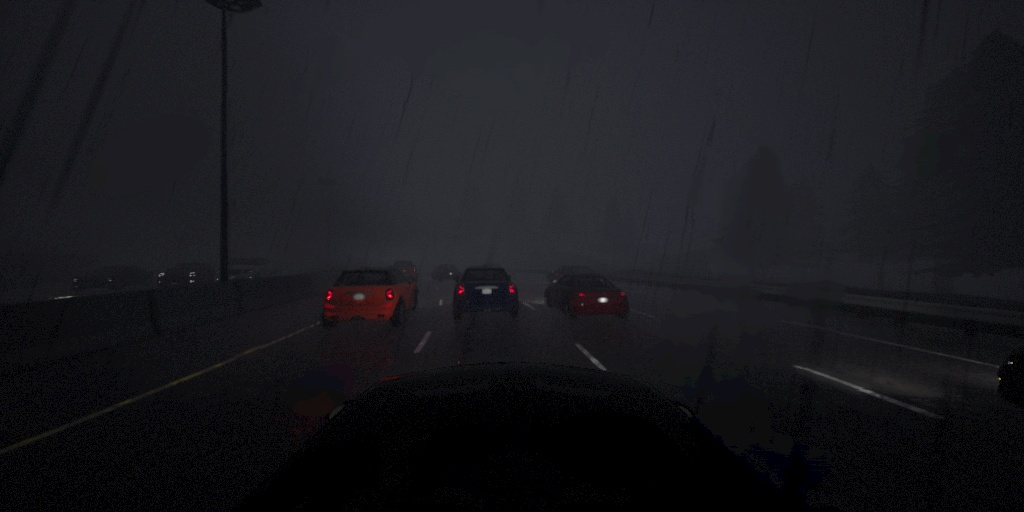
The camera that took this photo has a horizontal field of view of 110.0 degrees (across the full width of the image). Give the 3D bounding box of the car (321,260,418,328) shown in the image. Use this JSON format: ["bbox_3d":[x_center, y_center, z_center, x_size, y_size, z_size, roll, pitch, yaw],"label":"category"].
[{"bbox_3d":[-4.392,1.128,11.781,2.097,1.767,4.553,0,0,-7],"label":"car"}]

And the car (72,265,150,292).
[{"bbox_3d":[-25.330,1.354,22.945,1.882,1.535,5.008,0,0,-22],"label":"car"}]

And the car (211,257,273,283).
[{"bbox_3d":[-18.824,1.071,25.568,2.150,2.045,5.566,0,0,-22],"label":"car"}]

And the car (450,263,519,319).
[{"bbox_3d":[-1.073,1.114,13.144,2.097,1.767,4.553,0,0,-8],"label":"car"}]

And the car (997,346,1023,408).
[{"bbox_3d":[6.830,1.225,2.250,1.837,1.490,4.892,0,0,-1],"label":"car"}]

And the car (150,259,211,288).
[{"bbox_3d":[-22.413,1.217,24.960,2.097,1.767,4.553,0,0,-23],"label":"car"}]

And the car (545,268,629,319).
[{"bbox_3d":[2.503,1.310,12.865,1.994,1.385,4.181,0,0,-7],"label":"car"}]

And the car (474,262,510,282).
[{"bbox_3d":[-1.791,1.301,30.191,1.812,1.442,4.674,0,0,-20],"label":"car"}]

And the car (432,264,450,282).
[{"bbox_3d":[-5.537,1.356,30.189,1.994,1.385,4.181,0,0,-21],"label":"car"}]

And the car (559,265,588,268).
[{"bbox_3d":[3.969,1.293,23.650,2.033,1.411,5.357,0,0,-15],"label":"car"}]
